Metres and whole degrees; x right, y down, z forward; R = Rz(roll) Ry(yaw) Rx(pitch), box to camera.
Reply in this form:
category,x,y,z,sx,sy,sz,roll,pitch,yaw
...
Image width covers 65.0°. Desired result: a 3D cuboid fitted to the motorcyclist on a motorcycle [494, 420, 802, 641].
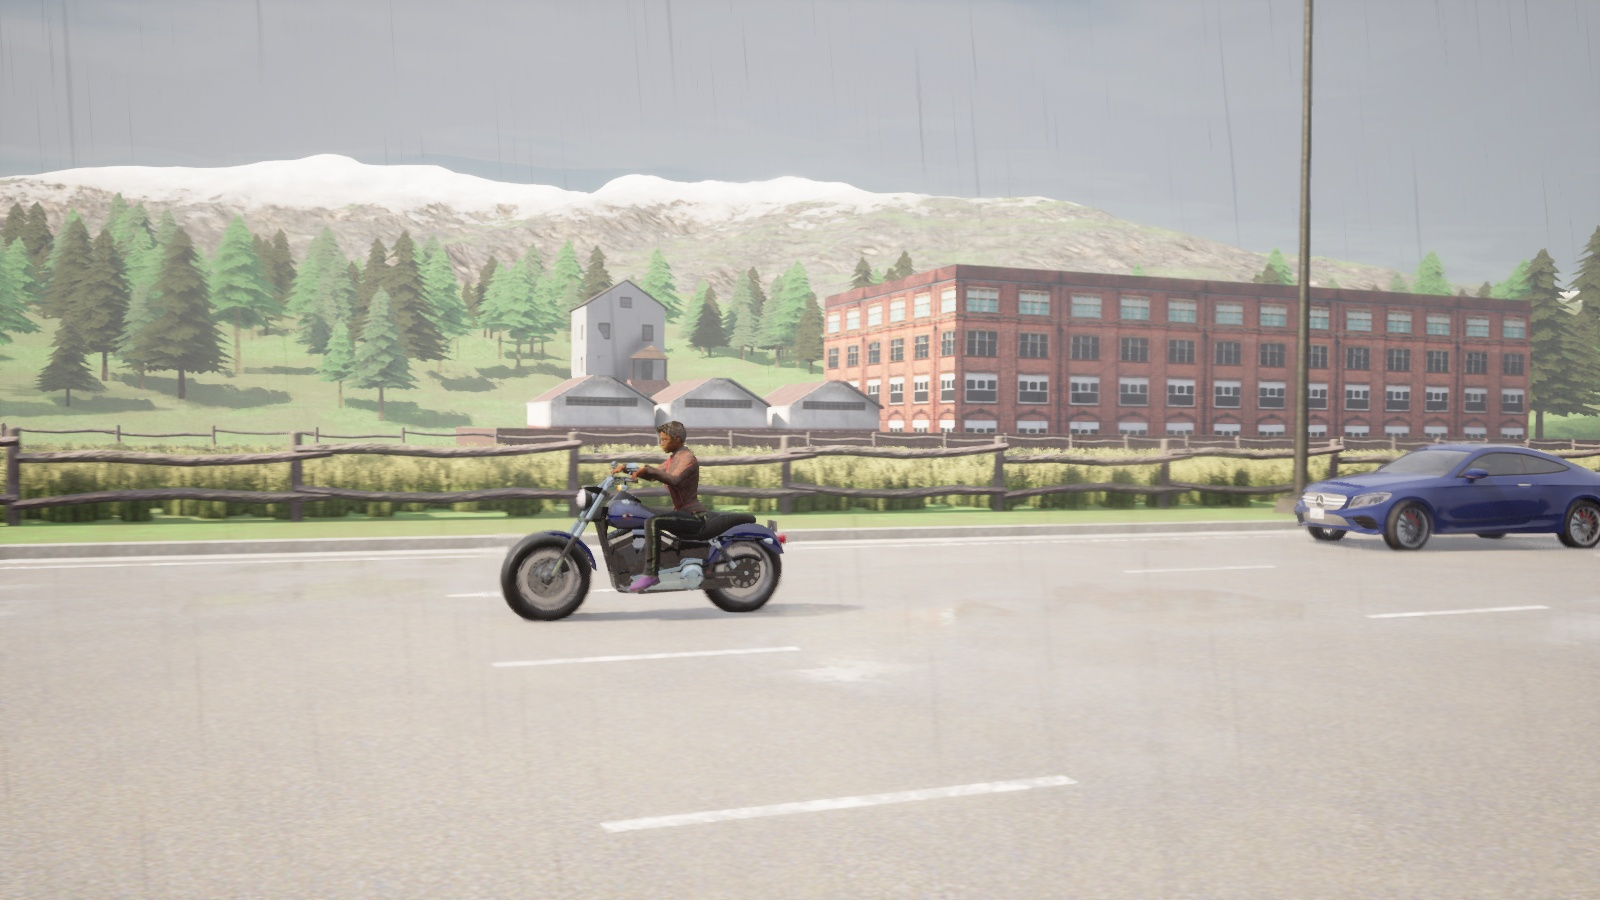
category,x,y,z,sx,sy,sz,roll,pitch,yaw
motorcyclist on a motorcycle,-1.233,0.595,10.258,2.350,1.649,0.766,-1,1,-21

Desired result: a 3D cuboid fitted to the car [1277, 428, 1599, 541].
category,x,y,z,sx,sy,sz,roll,pitch,yaw
car,9.395,0.431,17.883,4.674,1.442,1.812,-1,1,-14
